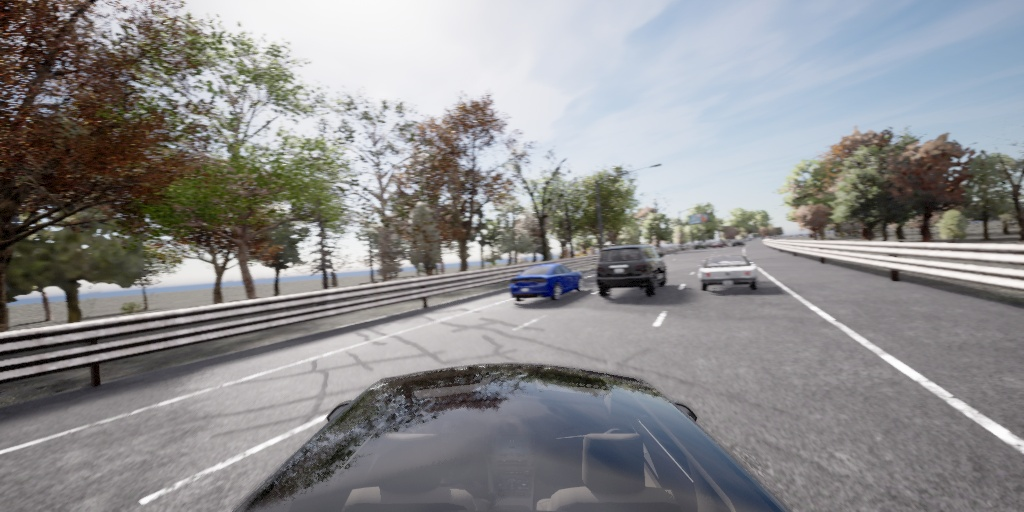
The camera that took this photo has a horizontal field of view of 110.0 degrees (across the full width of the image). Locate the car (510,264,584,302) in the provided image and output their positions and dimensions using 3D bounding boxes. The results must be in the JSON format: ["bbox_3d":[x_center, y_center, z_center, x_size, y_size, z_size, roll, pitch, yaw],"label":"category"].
[{"bbox_3d":[1.726,1.097,16.383,1.882,1.535,5.008,-5,0,30],"label":"car"}]

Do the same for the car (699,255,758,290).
[{"bbox_3d":[8.960,0.604,15.020,1.895,1.301,4.718,-5,0,30],"label":"car"}]

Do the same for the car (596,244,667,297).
[{"bbox_3d":[5.333,0.533,15.740,2.150,2.045,5.566,-5,0,30],"label":"car"}]
